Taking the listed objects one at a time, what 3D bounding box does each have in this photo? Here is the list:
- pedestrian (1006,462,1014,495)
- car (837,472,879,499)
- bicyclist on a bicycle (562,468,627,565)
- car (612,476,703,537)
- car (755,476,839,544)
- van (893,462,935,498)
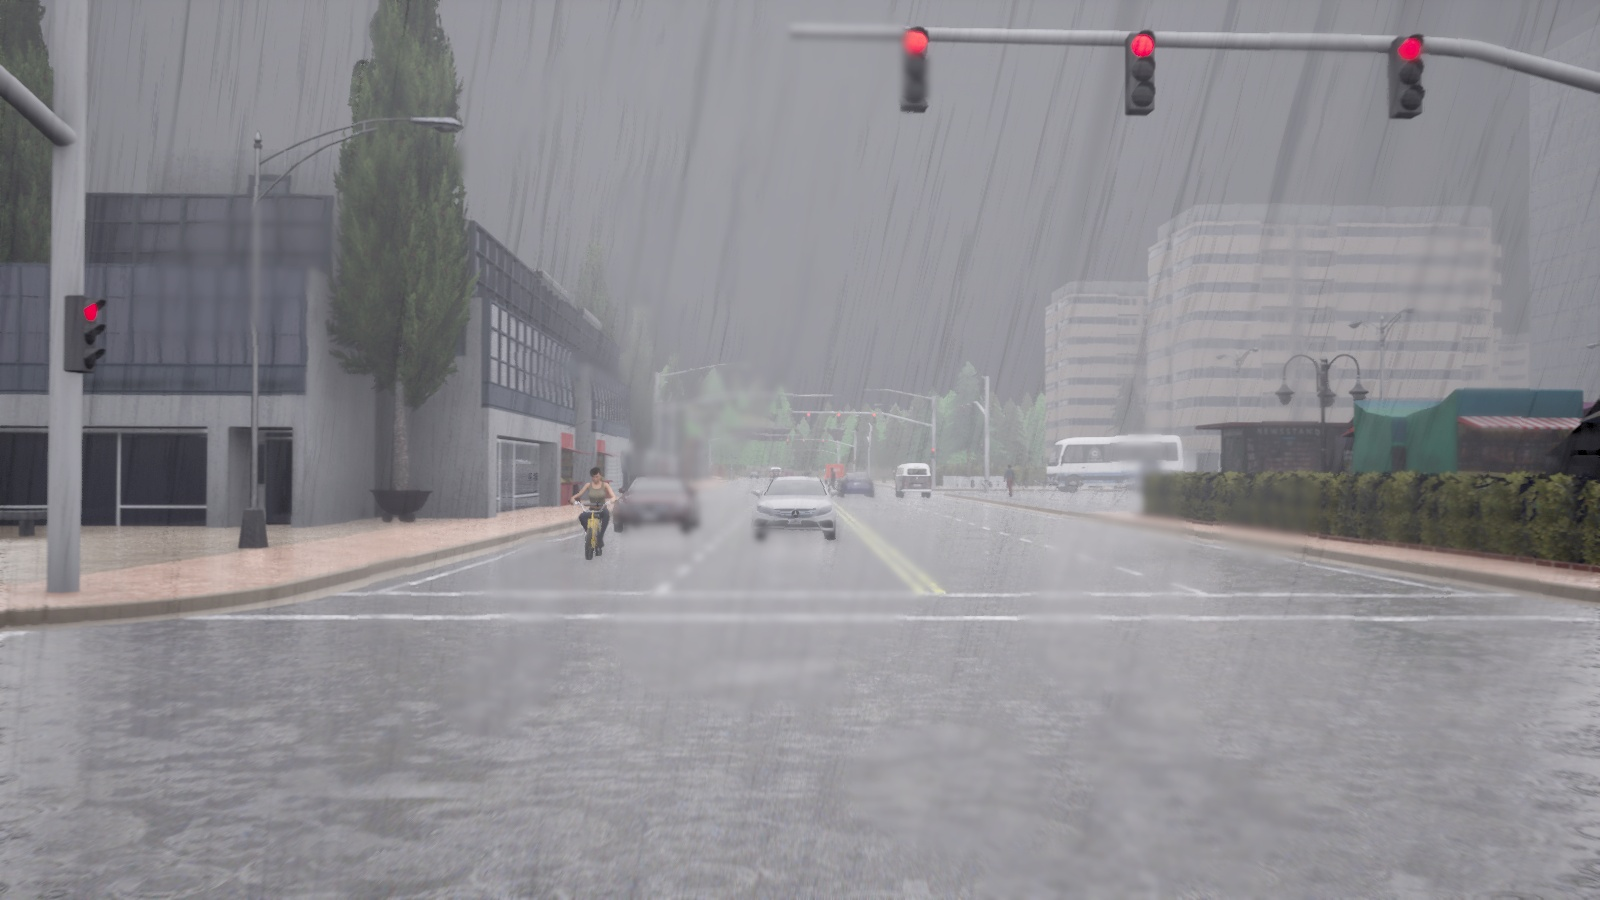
[{"bbox_3d":[11.704,1.597,69.946,0.353,1.847,0.614,0,-1,-1],"label":"pedestrian"},{"bbox_3d":[3.304,2.011,72.278,2.163,1.488,4.792,0,-1,-1],"label":"car"},{"bbox_3d":[-3.549,1.130,21.802,0.866,1.612,1.509,0,-1,0],"label":"bicyclist on a bicycle"},{"bbox_3d":[-3.579,1.395,32.287,1.812,1.442,4.674,0,-1,0],"label":"car"},{"bbox_3d":[-0.072,1.332,29.368,1.812,1.442,4.674,0,-1,0],"label":"car"},{"bbox_3d":[6.769,1.766,74.957,2.069,2.038,4.480,0,-1,-1],"label":"van"}]
